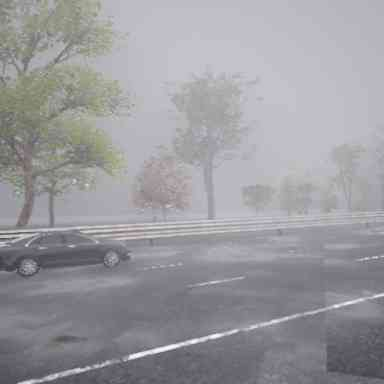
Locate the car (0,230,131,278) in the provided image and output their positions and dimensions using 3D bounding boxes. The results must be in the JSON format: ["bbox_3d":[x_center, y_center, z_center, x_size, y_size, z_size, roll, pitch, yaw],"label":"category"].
[{"bbox_3d":[-4.800,2.227,12.801,4.892,1.490,1.837,0,-3,-29],"label":"car"}]
